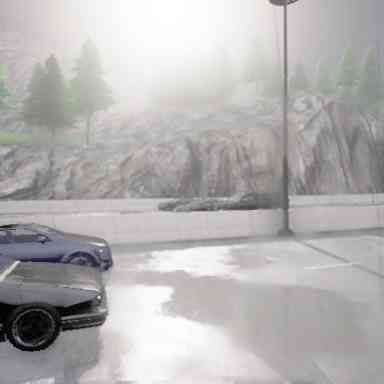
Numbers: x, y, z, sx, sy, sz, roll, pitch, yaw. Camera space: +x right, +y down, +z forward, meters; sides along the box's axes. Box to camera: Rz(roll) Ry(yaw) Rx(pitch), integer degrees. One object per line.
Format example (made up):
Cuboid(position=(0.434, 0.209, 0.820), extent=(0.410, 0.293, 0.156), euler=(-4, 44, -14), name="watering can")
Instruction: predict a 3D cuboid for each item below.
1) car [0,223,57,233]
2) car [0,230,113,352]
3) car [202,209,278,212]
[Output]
Cuboid(position=(-4.200, 1.506, 8.585), extent=(4.181, 1.385, 1.994), euler=(-1, 1, -18), name="car")
Cuboid(position=(-4.027, 1.524, 4.908), extent=(5.357, 1.411, 2.033), euler=(0, 1, -18), name="car")
Cuboid(position=(3.792, 0.980, 22.813), extent=(5.566, 2.045, 2.150), euler=(-1, 1, -22), name="car")
